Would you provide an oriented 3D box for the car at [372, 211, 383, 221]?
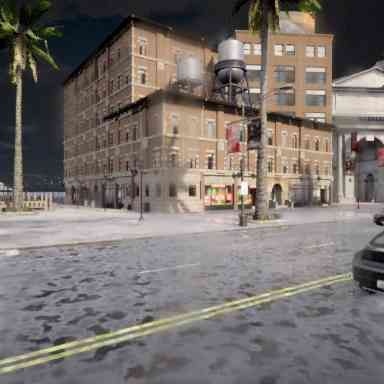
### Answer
[{"bbox_3d":[14.298,1.554,22.350,5.357,1.411,2.033,0,0,-35],"label":"car"}]

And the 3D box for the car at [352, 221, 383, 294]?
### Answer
[{"bbox_3d":[5.603,1.504,7.613,4.892,1.490,1.837,0,0,-35],"label":"car"}]
